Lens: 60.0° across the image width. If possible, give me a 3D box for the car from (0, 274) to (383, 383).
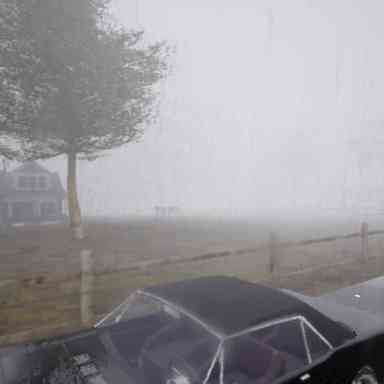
[{"bbox_3d":[-0.066,1.600,2.994,4.718,1.301,1.895,0,0,-35],"label":"car"}]
